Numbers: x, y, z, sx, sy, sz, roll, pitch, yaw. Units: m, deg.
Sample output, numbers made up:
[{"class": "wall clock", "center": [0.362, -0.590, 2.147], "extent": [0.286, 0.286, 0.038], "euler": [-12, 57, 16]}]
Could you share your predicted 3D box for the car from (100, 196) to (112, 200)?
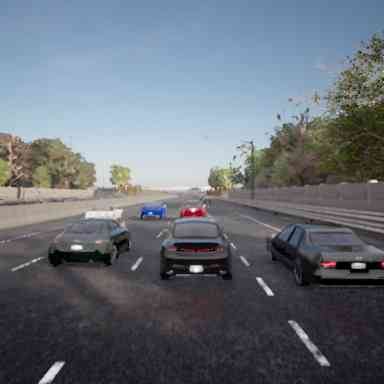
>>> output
[{"class": "car", "center": [-17.496, 1.628, 67.918], "extent": [2.097, 1.767, 4.553], "euler": [0, 0, 0]}]

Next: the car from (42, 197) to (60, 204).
[{"class": "car", "center": [-27.996, 1.807, 66.089], "extent": [2.128, 1.511, 4.902], "euler": [0, 0, 0]}]

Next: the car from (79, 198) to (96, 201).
[{"class": "car", "center": [-20.996, 1.823, 68.304], "extent": [1.994, 1.385, 4.181], "euler": [0, 0, 0]}]

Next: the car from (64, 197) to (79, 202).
[{"class": "car", "center": [-24.496, 1.810, 68.304], "extent": [2.033, 1.411, 5.357], "euler": [0, 0, 0]}]

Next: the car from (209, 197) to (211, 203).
[{"class": "car", "center": [3.504, 1.882, 78.083], "extent": [1.812, 1.442, 4.674], "euler": [0, 0, 0]}]

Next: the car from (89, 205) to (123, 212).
[{"class": "car", "center": [-6.896, 1.711, 26.736], "extent": [1.895, 1.301, 4.718], "euler": [0, 0, 0]}]

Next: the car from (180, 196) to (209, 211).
[{"class": "car", "center": [0.103, 1.467, 27.882], "extent": [2.097, 1.767, 4.553], "euler": [0, 0, 0]}]

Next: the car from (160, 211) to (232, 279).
[{"class": "car", "center": [0.101, 1.546, 10.152], "extent": [1.837, 1.490, 4.892], "euler": [0, 0, 0]}]

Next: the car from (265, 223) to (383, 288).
[{"class": "car", "center": [3.476, 1.581, 9.385], "extent": [2.033, 1.411, 5.357], "euler": [0, 0, 1]}]

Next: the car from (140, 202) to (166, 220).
[{"class": "car", "center": [-3.396, 1.601, 29.756], "extent": [1.882, 1.535, 5.008], "euler": [0, 0, 0]}]

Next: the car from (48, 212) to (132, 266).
[{"class": "car", "center": [-3.398, 1.612, 11.824], "extent": [1.994, 1.385, 4.181], "euler": [0, 0, 0]}]
